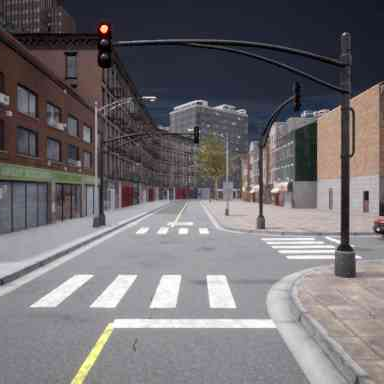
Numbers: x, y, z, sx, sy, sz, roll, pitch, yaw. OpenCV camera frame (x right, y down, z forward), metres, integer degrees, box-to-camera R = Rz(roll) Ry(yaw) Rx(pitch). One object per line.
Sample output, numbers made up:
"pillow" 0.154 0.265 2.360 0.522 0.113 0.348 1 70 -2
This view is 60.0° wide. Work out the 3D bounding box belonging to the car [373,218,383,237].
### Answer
"car" 10.844 1.408 14.926 5.008 1.535 1.882 0 0 0
